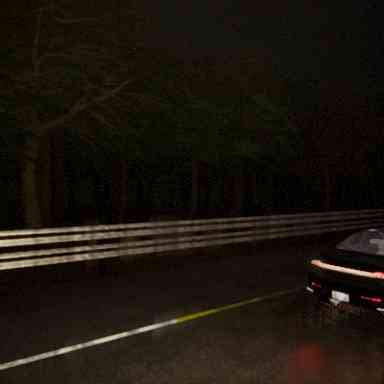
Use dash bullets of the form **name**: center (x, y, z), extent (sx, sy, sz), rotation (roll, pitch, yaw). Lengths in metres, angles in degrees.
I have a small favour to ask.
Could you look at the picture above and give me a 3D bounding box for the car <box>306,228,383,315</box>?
- **car**: center (4.419, 1.507, 6.881), extent (4.902, 1.511, 2.128), rotation (0, 0, -35)
